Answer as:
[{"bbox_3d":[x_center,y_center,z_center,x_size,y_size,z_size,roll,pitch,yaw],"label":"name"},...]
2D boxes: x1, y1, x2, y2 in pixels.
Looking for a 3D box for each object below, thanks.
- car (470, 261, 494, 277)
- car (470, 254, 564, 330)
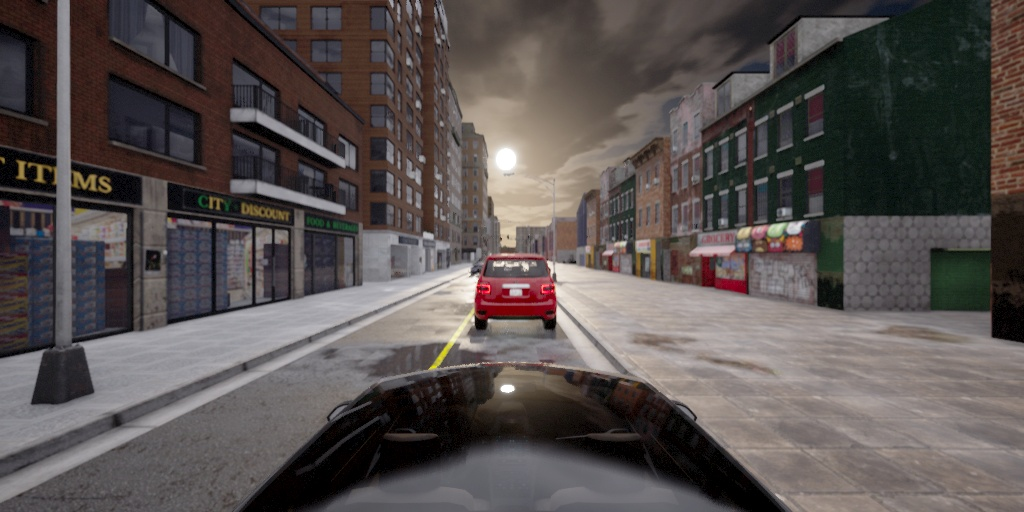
[{"bbox_3d":[-2.893,1.224,35.107,1.994,1.385,4.181,0,0,0],"label":"car"},{"bbox_3d":[0.089,0.947,11.188,2.150,2.045,5.566,0,0,0],"label":"car"}]
